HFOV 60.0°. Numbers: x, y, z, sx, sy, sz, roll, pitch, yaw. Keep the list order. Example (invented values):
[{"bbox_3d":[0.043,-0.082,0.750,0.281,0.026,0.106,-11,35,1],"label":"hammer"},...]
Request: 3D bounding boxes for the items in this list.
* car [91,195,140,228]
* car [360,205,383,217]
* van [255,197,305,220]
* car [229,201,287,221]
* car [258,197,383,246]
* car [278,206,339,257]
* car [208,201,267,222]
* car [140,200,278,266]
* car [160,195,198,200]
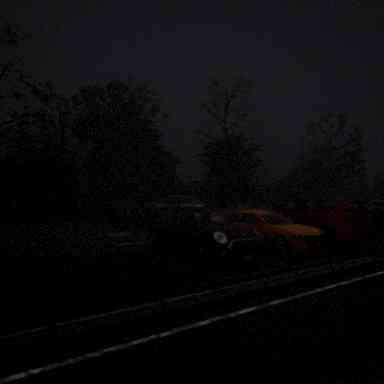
[{"bbox_3d":[-5.074,1.207,22.603,2.435,2.045,5.566,1,-1,-36],"label":"car"},{"bbox_3d":[25.267,2.588,44.480,2.002,1.452,4.674,3,-2,-36],"label":"car"},{"bbox_3d":[8.461,1.562,32.270,1.878,1.987,4.442,2,-1,-36],"label":"van"},{"bbox_3d":[6.013,1.711,30.880,1.946,1.575,5.366,2,-1,-36],"label":"car"},{"bbox_3d":[5.168,1.258,14.952,2.435,2.045,5.566,1,-1,-36],"label":"car"},{"bbox_3d":[2.820,1.470,13.215,2.097,1.535,5.008,1,-1,-36],"label":"car"},{"bbox_3d":[3.854,1.648,29.326,1.946,1.575,5.366,1,-1,-36],"label":"car"},{"bbox_3d":[0.350,1.304,11.452,2.185,1.767,4.553,1,-1,-36],"label":"car"},{"bbox_3d":[-0.656,1.284,25.814,2.435,2.045,5.566,1,-1,-36],"label":"car"}]
